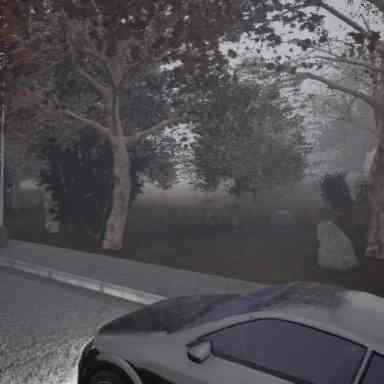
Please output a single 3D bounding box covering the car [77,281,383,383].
[{"bbox_3d":[0.889,1.559,2.929,4.181,1.385,1.994,0,0,36],"label":"car"}]
